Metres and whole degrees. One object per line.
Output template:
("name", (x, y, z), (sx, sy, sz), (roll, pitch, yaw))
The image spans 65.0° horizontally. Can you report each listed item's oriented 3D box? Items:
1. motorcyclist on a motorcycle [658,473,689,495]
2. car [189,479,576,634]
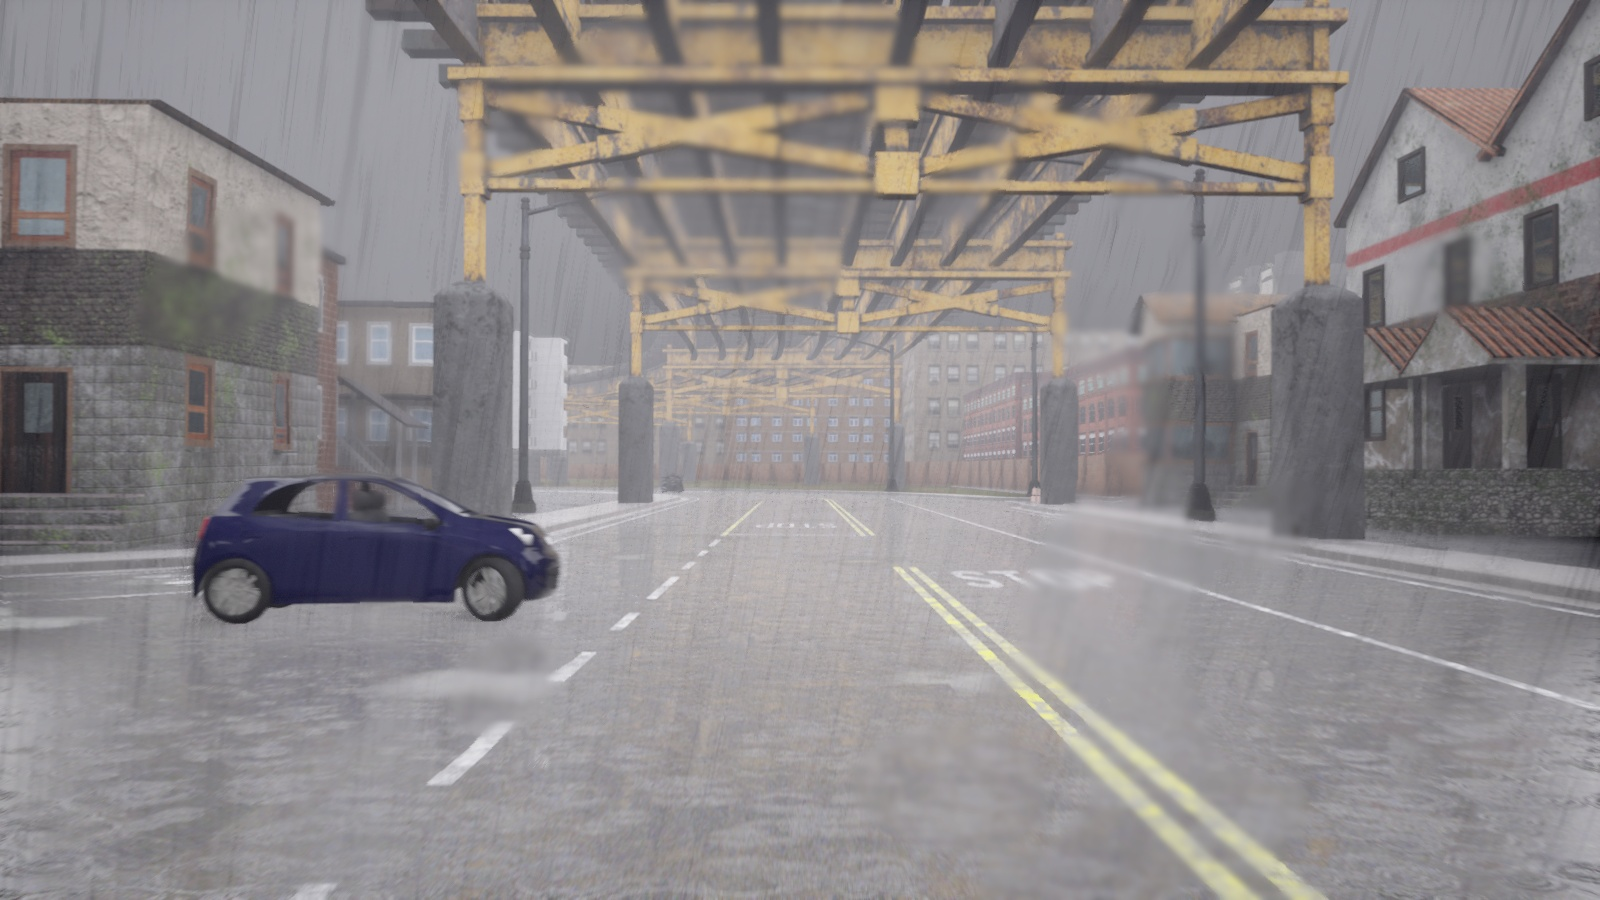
("motorcyclist on a motorcycle", (-8.724, 2.337, 86.758), (2.191, 1.530, 0.866), (-1, -1, 41))
("car", (-4.310, 1.072, 13.487), (3.633, 1.501, 1.845), (0, -1, -6))
